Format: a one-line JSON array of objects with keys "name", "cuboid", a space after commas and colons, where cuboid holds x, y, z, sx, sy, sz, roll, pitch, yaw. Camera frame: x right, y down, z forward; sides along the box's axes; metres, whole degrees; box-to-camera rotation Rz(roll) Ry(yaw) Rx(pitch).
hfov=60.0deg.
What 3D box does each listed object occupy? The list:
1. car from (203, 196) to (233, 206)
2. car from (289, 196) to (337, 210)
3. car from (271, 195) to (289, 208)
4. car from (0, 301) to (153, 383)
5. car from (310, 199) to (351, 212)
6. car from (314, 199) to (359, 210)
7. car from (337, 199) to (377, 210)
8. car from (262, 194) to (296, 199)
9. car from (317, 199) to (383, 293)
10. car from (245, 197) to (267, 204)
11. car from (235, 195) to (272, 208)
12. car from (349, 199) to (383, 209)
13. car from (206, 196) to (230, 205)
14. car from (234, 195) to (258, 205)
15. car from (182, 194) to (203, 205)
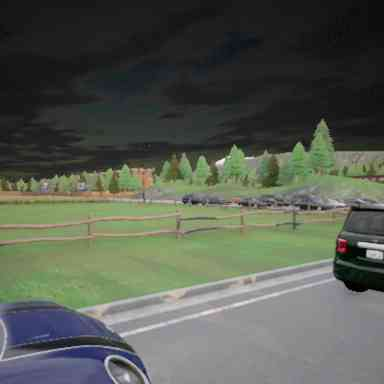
[{"name": "car", "cuboid": [4.996, 1.685, 60.308, 2.033, 1.411, 5.357, 0, 0, -36]}, {"name": "car", "cuboid": [14.882, 1.631, 40.896, 1.837, 1.490, 4.892, 0, 0, -36]}, {"name": "car", "cuboid": [11.790, 1.616, 51.024, 1.882, 1.535, 5.008, 0, 0, -36]}, {"name": "car", "cuboid": [-2.449, 1.348, 1.994, 4.553, 1.767, 2.097, 0, 0, -36]}, {"name": "car", "cuboid": [17.750, 1.664, 42.903, 1.812, 1.442, 4.674, 0, 0, -36]}, {"name": "car", "cuboid": [19.839, 1.698, 45.970, 2.033, 1.411, 5.357, 0, 0, -36]}, {"name": "car", "cuboid": [23.308, 1.689, 47.161, 1.812, 1.442, 4.674, 0, 0, -37]}, {"name": "car", "cuboid": [13.588, 1.372, 54.497, 2.150, 2.045, 5.566, 0, 0, -36]}, {"name": "car", "cuboid": [5.561, 1.254, 7.737, 5.566, 2.045, 2.150, 0, 0, -36]}, {"name": "car", "cuboid": [12.909, 1.738, 67.382, 1.994, 1.385, 4.181, 0, 0, -36]}, {"name": "car", "cuboid": [8.921, 1.630, 49.019, 1.837, 1.490, 4.892, 0, 0, -36]}, {"name": "car", "cuboid": [26.329, 1.723, 48.961, 2.033, 1.411, 5.357, 0, 0, -36]}, {"name": "car", "cuboid": [5.087, 1.628, 66.168, 1.882, 1.535, 5.008, 0, 0, -36]}, {"name": "car", "cuboid": [10.451, 1.514, 64.763, 2.097, 1.767, 4.553, 0, 0, -36]}, {"name": "car", "cuboid": [0.428, 1.348, 60.650, 2.150, 2.045, 5.566, 0, 0, -36]}]
